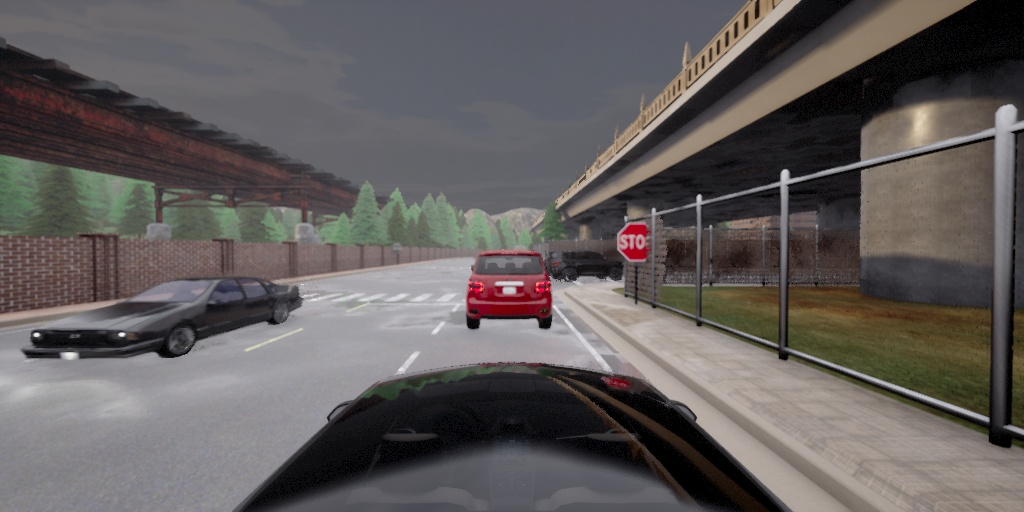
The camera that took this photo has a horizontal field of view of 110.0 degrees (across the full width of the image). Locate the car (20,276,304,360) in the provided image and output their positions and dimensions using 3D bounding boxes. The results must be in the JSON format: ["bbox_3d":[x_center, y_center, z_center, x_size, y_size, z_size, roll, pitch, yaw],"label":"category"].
[{"bbox_3d":[-7.195,1.194,8.473,2.033,1.411,5.357,0,1,0],"label":"car"}]

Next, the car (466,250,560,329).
[{"bbox_3d":[-0.093,0.832,10.795,2.150,2.045,5.566,0,1,-1],"label":"car"}]

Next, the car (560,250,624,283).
[{"bbox_3d":[4.877,0.632,23.823,5.566,2.045,2.150,0,0,-14],"label":"car"}]
